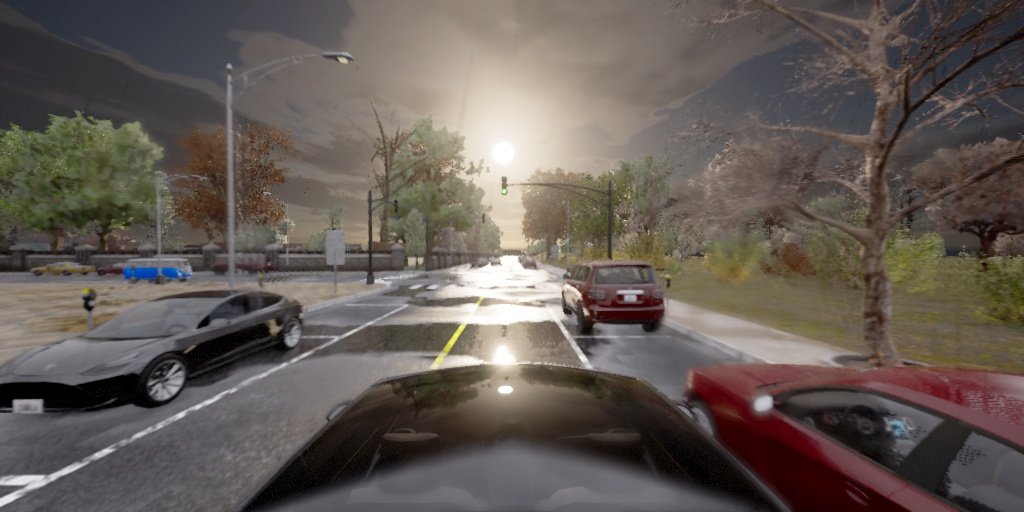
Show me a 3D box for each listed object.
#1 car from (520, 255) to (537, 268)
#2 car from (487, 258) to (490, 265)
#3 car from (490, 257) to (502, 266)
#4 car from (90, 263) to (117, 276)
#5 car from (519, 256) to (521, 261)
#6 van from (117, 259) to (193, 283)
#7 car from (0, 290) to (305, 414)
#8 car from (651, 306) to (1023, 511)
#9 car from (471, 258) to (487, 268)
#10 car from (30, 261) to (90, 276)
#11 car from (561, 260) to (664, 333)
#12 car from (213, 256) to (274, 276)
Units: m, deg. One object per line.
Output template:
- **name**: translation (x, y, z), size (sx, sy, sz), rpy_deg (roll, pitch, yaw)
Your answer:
- **car**: translation (2.622, 0.969, 52.451), size (1.967, 1.591, 4.097), rpy_deg (0, 0, 0)
- **car**: translation (-5.314, 1.057, 61.155), size (1.948, 1.339, 4.313), rpy_deg (0, 0, 0)
- **car**: translation (-2.747, 1.016, 62.532), size (1.812, 1.442, 4.674), rpy_deg (0, 0, 0)
- **car**: translation (-36.920, 1.205, 34.260), size (4.207, 1.307, 1.802), rpy_deg (0, 0, -1)
- **car**: translation (2.567, 1.037, 61.151), size (1.888, 1.381, 4.507), rpy_deg (0, 0, 0)
- **van**: translation (-25.821, 1.083, 26.279), size (3.998, 1.789, 1.690), rpy_deg (0, 0, -1)
- **car**: translation (-5.388, 1.296, 6.177), size (1.948, 1.339, 4.313), rpy_deg (0, 0, 0)
- **car**: translation (2.580, 1.294, 1.880), size (1.888, 1.381, 4.507), rpy_deg (0, 0, 0)
- **car**: translation (-5.316, 1.082, 55.468), size (1.948, 1.339, 4.313), rpy_deg (0, 0, 0)
- **car**: translation (-42.715, 1.160, 34.162), size (4.829, 1.417, 1.751), rpy_deg (0, 0, -1)
- **car**: translation (2.695, 1.026, 10.517), size (2.192, 1.841, 5.009), rpy_deg (0, 0, 0)
- **car**: translation (-25.671, 0.916, 34.452), size (5.009, 1.841, 2.192), rpy_deg (0, 0, -1)
